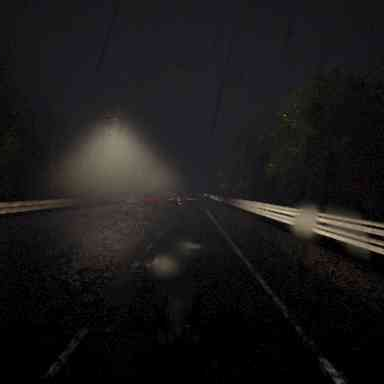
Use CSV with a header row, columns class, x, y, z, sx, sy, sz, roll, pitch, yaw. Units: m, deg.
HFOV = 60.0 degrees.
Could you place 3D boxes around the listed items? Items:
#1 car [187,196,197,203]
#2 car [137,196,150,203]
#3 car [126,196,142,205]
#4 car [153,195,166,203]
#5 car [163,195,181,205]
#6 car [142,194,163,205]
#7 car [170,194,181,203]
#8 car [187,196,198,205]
class,x,y,z,sx,sy,sz,roll,pitch,yaw
car,0.051,1.560,71.861,1.994,1.385,4.181,0,0,0
car,-10.449,1.536,71.425,2.033,1.411,5.357,0,0,0
car,-10.460,1.657,59.220,1.895,1.301,4.718,0,0,0
car,-6.949,1.528,71.669,2.128,1.511,4.902,0,0,0
car,-3.459,1.530,58.769,2.128,1.511,4.902,0,0,0
car,-6.959,1.293,58.803,2.150,2.045,5.566,0,0,0
car,-3.449,1.362,71.785,2.097,1.767,4.553,0,0,0
car,0.040,1.529,58.766,2.128,1.511,4.902,0,0,0
